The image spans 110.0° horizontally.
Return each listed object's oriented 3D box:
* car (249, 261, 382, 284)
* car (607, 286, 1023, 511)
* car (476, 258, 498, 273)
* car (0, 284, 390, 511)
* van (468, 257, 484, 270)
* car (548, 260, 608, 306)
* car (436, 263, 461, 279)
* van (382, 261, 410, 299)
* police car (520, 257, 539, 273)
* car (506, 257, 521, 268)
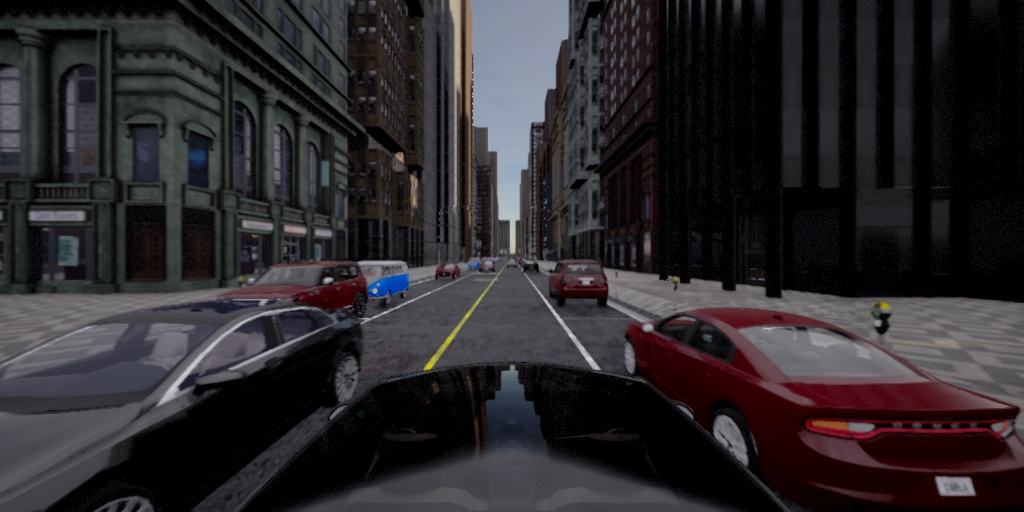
[{"bbox_3d":[-5.761,1.073,10.085,2.192,1.841,5.009,0,0,0],"label":"car"},{"bbox_3d":[2.763,1.297,4.463,1.888,1.381,4.507,0,0,0],"label":"car"},{"bbox_3d":[-3.075,1.332,45.151,1.812,1.442,4.674,0,0,0],"label":"car"},{"bbox_3d":[-3.101,1.243,3.394,2.128,1.511,4.902,0,0,0],"label":"car"},{"bbox_3d":[-5.756,1.164,55.178,1.690,1.789,3.998,0,0,0],"label":"van"},{"bbox_3d":[2.765,1.078,15.735,2.192,1.841,5.009,0,0,0],"label":"car"},{"bbox_3d":[-5.758,1.332,32.631,1.888,1.381,4.507,0,0,0],"label":"car"},{"bbox_3d":[-5.760,1.105,15.721,1.690,1.789,3.998,0,0,0],"label":"van"},{"bbox_3d":[2.372,1.231,45.342,1.930,1.638,5.238,0,0,0],"label":"police car"},{"bbox_3d":[0.008,1.385,63.472,2.033,1.411,5.357,0,0,0],"label":"car"}]
